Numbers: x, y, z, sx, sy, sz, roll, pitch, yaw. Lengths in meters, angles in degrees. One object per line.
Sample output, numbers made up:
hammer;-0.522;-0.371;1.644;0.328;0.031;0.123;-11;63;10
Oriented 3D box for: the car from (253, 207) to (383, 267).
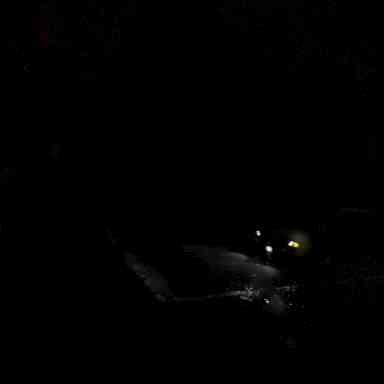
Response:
car;4.478;1.171;9.785;5.357;1.411;2.033;1;4;-24
